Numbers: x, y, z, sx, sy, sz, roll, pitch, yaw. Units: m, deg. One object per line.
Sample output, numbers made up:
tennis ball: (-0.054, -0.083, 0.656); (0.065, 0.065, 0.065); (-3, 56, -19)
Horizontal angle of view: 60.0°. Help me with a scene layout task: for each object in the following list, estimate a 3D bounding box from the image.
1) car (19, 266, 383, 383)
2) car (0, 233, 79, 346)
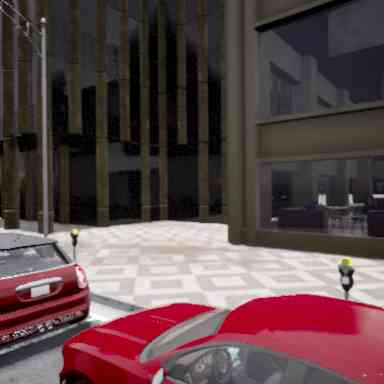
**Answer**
car: (0.745, 1.526, 2.540); (4.507, 1.381, 1.887); (0, 0, 38)
car: (-3.711, 1.458, 5.964); (4.097, 1.590, 1.967); (0, 0, 38)
